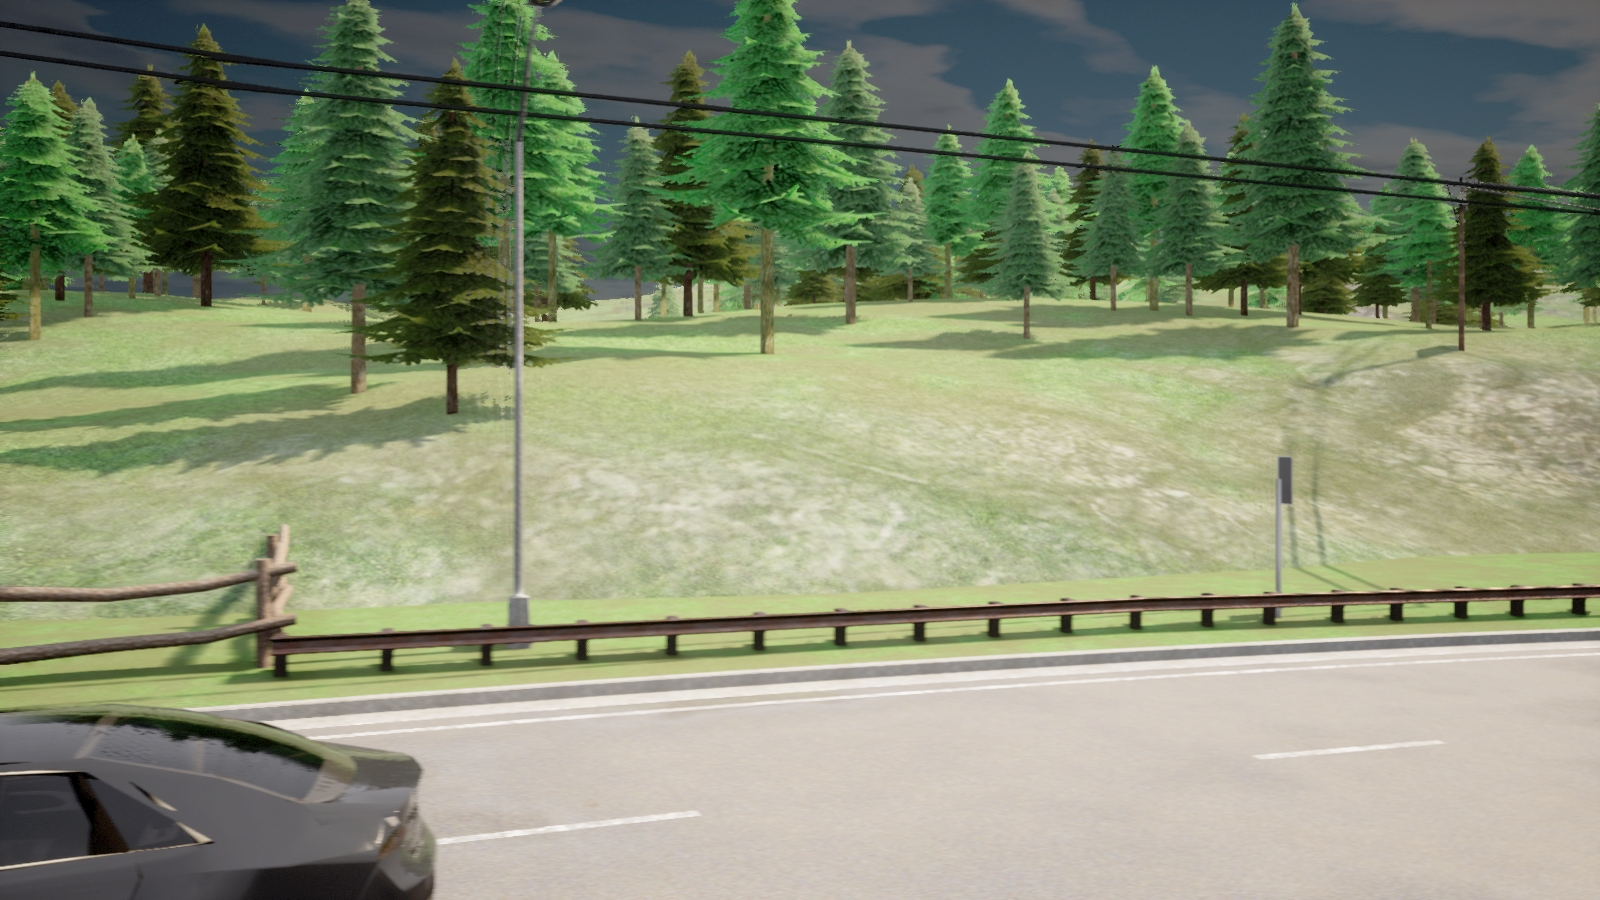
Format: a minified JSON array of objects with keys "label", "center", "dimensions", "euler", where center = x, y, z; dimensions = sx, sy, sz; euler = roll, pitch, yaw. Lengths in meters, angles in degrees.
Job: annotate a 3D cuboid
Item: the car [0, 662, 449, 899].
[{"label":"car","center":[-4.232,2.059,5.259],"dimensions":[4.892,1.480,2.231],"euler":[0,0,-20]}]
